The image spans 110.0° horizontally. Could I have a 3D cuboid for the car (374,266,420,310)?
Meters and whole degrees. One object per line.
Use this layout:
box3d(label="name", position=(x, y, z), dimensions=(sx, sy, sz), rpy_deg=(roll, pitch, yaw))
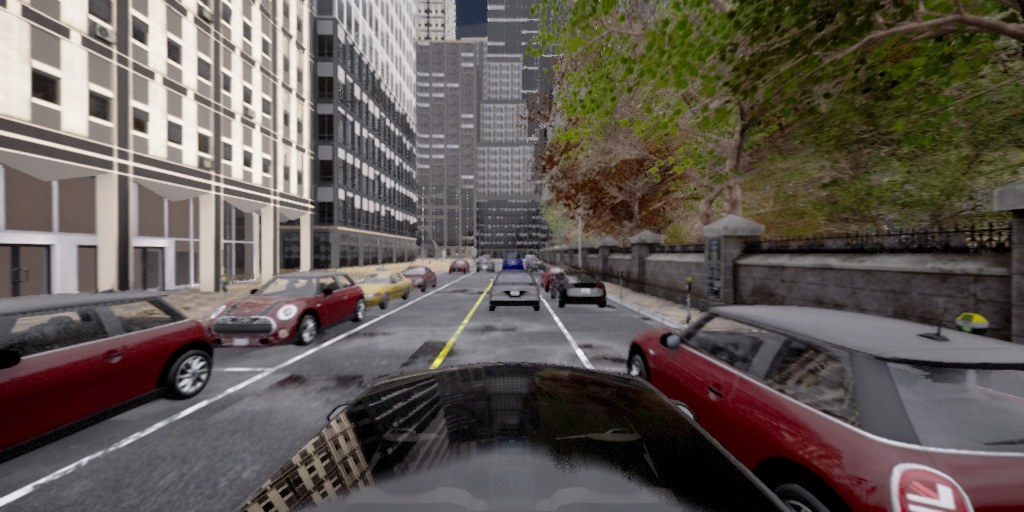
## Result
box3d(label="car", position=(-5.319, 1.196, 14.392), dimensions=(1.751, 1.417, 4.829), rpy_deg=(0, 0, 0))

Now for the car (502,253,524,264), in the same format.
box3d(label="car", position=(0.089, 0.742, 38.192), dimensions=(2.150, 2.045, 5.566), rpy_deg=(0, 0, 0))

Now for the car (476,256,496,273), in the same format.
box3d(label="car", position=(-2.762, 1.014, 38.710), dimensions=(2.128, 1.511, 4.902), rpy_deg=(0, 0, 0))

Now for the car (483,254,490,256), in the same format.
box3d(label="car", position=(-5.335, 0.786, 64.467), dimensions=(1.967, 1.591, 4.097), rpy_deg=(0, 0, 0))

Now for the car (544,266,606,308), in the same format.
box3d(label="car", position=(2.561, 1.236, 14.561), dimensions=(1.948, 1.339, 4.313), rpy_deg=(0, 0, 0))

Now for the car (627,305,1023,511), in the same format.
box3d(label="car", position=(2.565, 1.179, 3.470), dimensions=(1.967, 1.591, 4.097), rpy_deg=(0, 0, 0))

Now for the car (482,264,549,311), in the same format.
box3d(label="car", position=(0.094, 1.222, 14.044), dimensions=(2.033, 1.411, 5.357), rpy_deg=(0, 0, 0))

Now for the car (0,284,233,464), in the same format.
box3d(label="car", position=(-5.316, 1.179, 3.473), dimensions=(1.967, 1.591, 4.097), rpy_deg=(0, 0, 0))

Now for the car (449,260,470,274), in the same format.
box3d(label="car", position=(-5.326, 1.075, 36.742), dimensions=(1.888, 1.381, 4.507), rpy_deg=(0, 0, 0))

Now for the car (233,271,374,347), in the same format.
box3d(label="car", position=(-5.317, 1.145, 9.018), dimensions=(1.967, 1.591, 4.097), rpy_deg=(0, 0, 0))

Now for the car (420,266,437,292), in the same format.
box3d(label="car", position=(-5.321, 1.218, 20.107), dimensions=(1.802, 1.307, 4.207), rpy_deg=(0, 0, 0))

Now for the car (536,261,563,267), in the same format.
box3d(label="car", position=(2.560, 1.181, 20.106), dimensions=(1.888, 1.381, 4.507), rpy_deg=(0, 0, 0))

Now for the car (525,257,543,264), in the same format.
box3d(label="car", position=(2.554, 1.080, 36.741), dimensions=(2.007, 1.370, 4.403), rpy_deg=(0, 0, 0))
